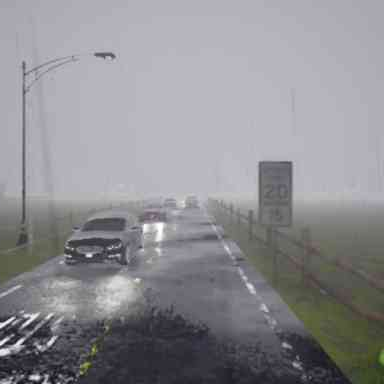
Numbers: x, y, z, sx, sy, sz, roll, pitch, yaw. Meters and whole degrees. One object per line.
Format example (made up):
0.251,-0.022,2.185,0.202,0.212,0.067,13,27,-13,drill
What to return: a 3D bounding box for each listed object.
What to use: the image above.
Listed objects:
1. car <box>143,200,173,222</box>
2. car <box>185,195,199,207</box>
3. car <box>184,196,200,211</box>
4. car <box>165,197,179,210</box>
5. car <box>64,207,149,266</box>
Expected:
-2.828,1.542,25.851,1.994,1.385,4.181,0,0,1,car
0.024,1.306,50.076,2.097,1.767,4.553,0,0,0,car
0.019,1.513,39.667,2.033,1.411,5.357,0,0,0,car
-2.746,1.470,42.509,1.837,1.490,4.892,0,-1,0,car
-2.845,1.495,11.633,1.837,1.490,4.892,0,0,0,car
